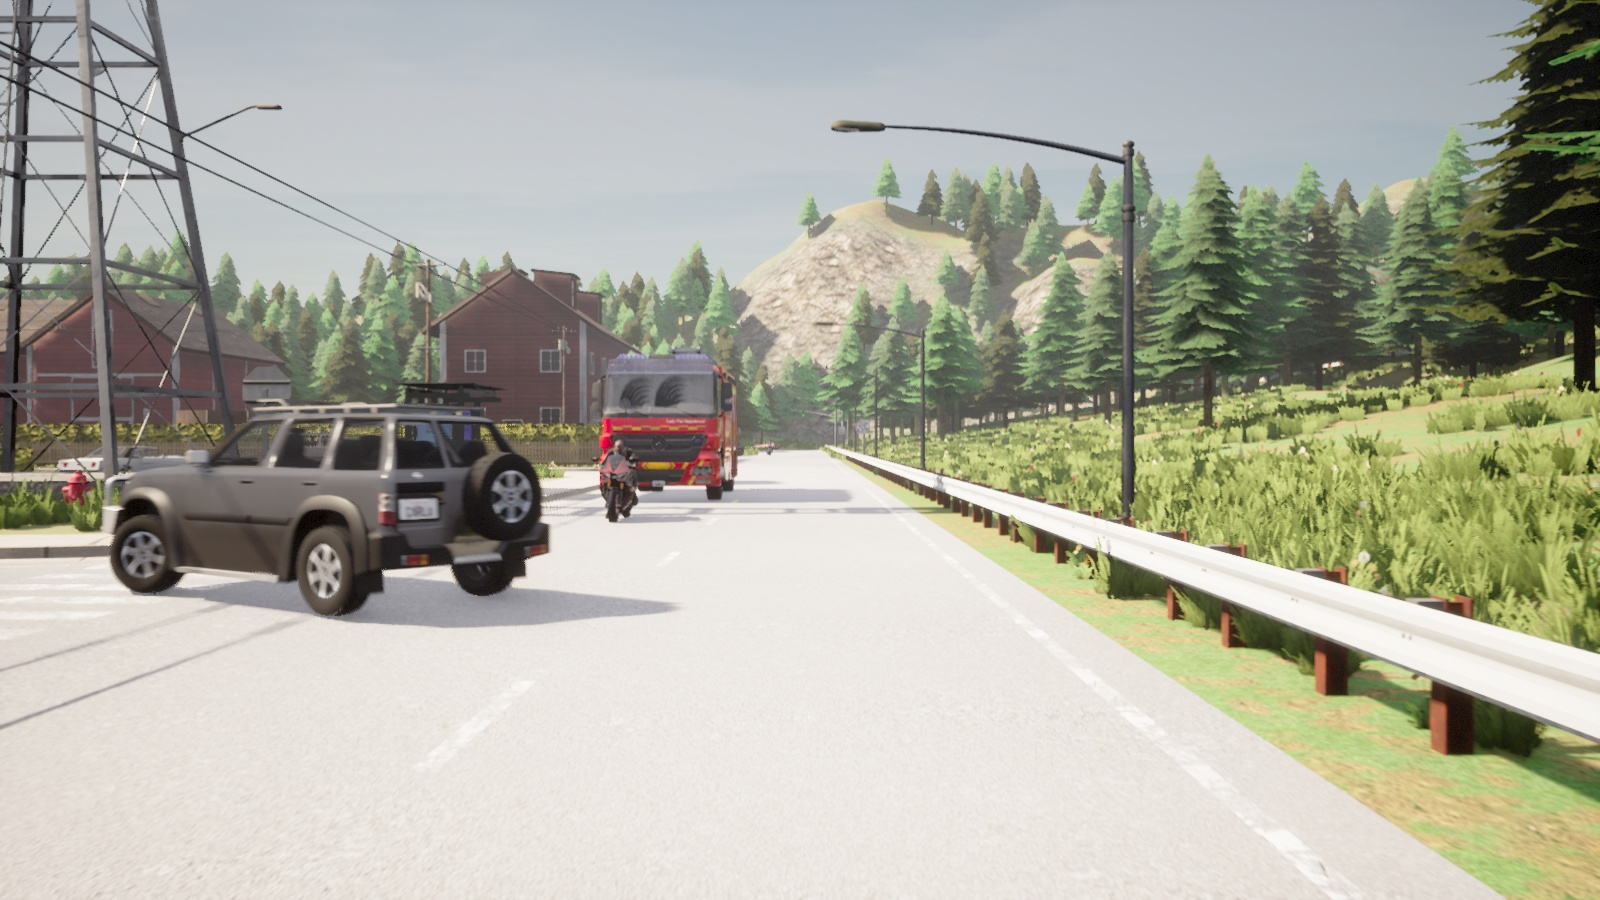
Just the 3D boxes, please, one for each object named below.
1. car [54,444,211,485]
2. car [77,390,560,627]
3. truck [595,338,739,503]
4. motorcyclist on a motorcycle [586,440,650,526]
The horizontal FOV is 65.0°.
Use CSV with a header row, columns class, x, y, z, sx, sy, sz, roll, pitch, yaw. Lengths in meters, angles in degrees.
class,x,y,z,sx,sy,sz,roll,pitch,yaw
car,-22.708,0.453,42.932,1.895,1.301,4.718,0,1,18
car,-4.657,0.455,11.916,4.605,1.855,1.932,0,0,33
truck,-3.295,-0.713,33.404,2.891,3.827,8.468,0,1,0
motorcyclist on a motorcycle,-3.353,0.574,23.367,0.866,1.530,2.191,0,0,0
